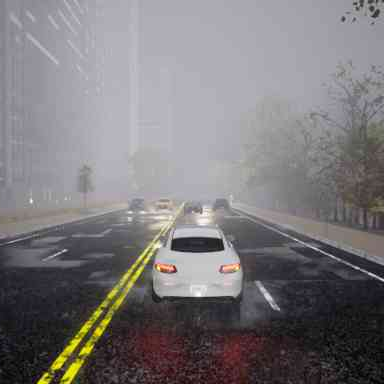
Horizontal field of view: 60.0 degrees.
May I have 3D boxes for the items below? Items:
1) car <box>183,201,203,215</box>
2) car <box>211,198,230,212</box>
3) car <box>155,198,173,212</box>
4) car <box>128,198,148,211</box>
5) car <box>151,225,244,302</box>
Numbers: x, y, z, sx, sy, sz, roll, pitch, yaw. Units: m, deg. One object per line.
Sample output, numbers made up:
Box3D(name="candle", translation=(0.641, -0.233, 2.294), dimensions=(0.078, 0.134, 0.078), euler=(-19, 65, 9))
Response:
Box3D(name="car", translation=(0.116, 1.598, 33.837), dimensions=(1.895, 1.301, 4.718), euler=(0, 0, 0))
Box3D(name="car", translation=(3.368, 1.502, 39.413), dimensions=(1.837, 1.490, 4.892), euler=(0, 0, 0))
Box3D(name="car", translation=(-3.255, 1.474, 39.352), dimensions=(1.882, 1.535, 5.008), euler=(0, 0, 1))
Box3D(name="car", translation=(-6.494, 1.505, 40.332), dimensions=(1.837, 1.490, 4.892), euler=(0, 0, 0))
Box3D(name="car", translation=(0.103, 1.525, 8.112), dimensions=(1.812, 1.442, 4.674), euler=(0, 0, 0))
